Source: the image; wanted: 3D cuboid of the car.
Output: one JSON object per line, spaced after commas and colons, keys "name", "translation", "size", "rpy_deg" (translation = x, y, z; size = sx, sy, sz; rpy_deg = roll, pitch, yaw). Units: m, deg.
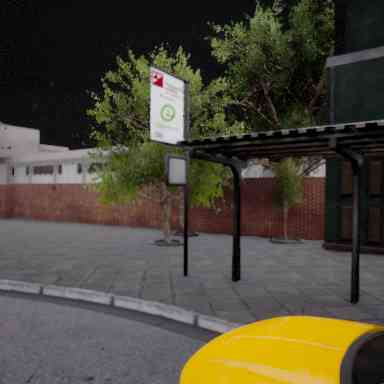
{"name": "car", "translation": [2.173, 1.478, 1.759], "size": [5.008, 1.535, 1.882], "rpy_deg": [0, 0, 35]}
